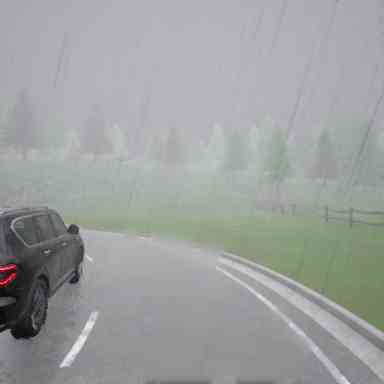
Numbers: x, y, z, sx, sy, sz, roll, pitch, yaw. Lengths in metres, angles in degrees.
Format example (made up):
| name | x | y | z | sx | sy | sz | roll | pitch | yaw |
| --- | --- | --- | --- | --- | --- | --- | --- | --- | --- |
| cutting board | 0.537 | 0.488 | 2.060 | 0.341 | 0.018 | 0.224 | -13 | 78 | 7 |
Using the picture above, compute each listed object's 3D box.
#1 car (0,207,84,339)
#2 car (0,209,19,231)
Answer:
| name | x | y | z | sx | sy | sz | roll | pitch | yaw |
| --- | --- | --- | --- | --- | --- | --- | --- | --- | --- |
| car | -3.704 | 1.296 | 6.709 | 2.150 | 2.045 | 5.566 | 1 | -1 | -8 |
| car | -14.242 | 1.841 | 22.286 | 4.718 | 1.301 | 1.895 | 0 | -1 | 17 |
